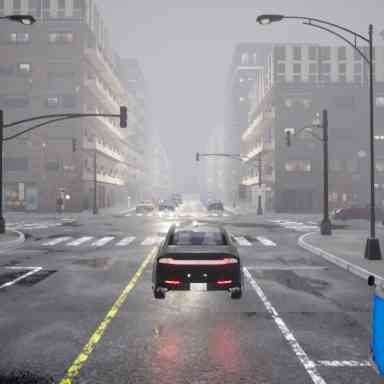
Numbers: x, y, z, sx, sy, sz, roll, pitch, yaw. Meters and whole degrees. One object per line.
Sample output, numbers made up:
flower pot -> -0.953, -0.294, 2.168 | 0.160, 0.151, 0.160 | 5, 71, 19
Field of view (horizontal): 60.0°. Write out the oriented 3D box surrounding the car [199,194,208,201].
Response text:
car -> 2.911, 1.351, 85.017 | 2.192, 1.841, 5.009 | 1, 0, 0

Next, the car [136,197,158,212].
car -> -5.581, 1.539, 39.726 | 1.752, 1.417, 4.829 | 1, 0, 0

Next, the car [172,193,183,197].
car -> -2.915, 1.245, 61.515 | 2.150, 2.045, 5.566 | 0, 0, 1

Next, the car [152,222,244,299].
car -> 0.121, 1.494, 8.419 | 2.128, 1.511, 4.902 | 0, 0, 0

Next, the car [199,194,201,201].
car -> 2.867, 1.552, 68.259 | 1.752, 1.417, 4.829 | 1, 0, 0

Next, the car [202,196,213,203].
car -> 2.812, 1.567, 45.519 | 2.008, 1.369, 4.403 | 1, 0, 0

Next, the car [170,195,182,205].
car -> -2.972, 1.544, 50.778 | 1.812, 1.442, 4.674 | 0, 0, 0

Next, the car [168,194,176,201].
car -> -5.458, 1.480, 90.680 | 1.967, 1.590, 4.097 | 1, 0, 0

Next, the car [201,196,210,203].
car -> 2.879, 1.612, 73.732 | 1.802, 1.307, 4.206 | 1, 0, 0

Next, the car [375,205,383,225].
car -> 13.586, 1.583, 19.654 | 4.313, 1.339, 1.947 | 0, -1, 1

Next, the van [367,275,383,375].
van -> 2.679, 1.342, 1.930 | 1.690, 1.788, 3.998 | 1, 0, 0

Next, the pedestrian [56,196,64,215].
pedestrian -> -12.464, 1.217, 31.355 | 0.375, 1.860, 0.375 | 0, -1, 1

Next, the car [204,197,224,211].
car -> 2.799, 1.580, 39.877 | 1.947, 1.339, 4.313 | 1, 0, 0

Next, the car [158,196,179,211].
car -> -3.003, 1.562, 40.874 | 2.033, 1.411, 5.357 | 0, 0, 0

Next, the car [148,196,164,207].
car -> -5.553, 1.459, 51.182 | 1.967, 1.590, 4.097 | 1, 0, 0

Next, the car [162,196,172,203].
car -> -5.500, 1.574, 73.752 | 1.887, 1.381, 4.507 | 1, 0, 0

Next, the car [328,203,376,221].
car -> 13.709, 1.608, 28.035 | 4.097, 1.590, 1.967 | 0, -1, 1

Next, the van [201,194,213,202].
van -> 2.843, 1.362, 56.804 | 1.690, 1.788, 3.998 | 1, 0, 0
